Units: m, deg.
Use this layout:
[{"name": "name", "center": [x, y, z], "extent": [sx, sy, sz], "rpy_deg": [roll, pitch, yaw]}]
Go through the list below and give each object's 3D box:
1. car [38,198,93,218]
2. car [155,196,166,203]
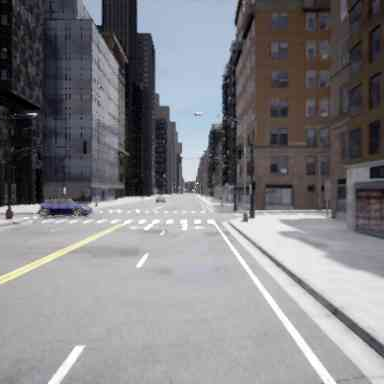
[{"name": "car", "center": [-11.433, 1.368, 30.354], "extent": [4.553, 1.767, 2.097], "rpy_deg": [0, 0, 1]}, {"name": "car", "center": [-6.472, 1.574, 69.069], "extent": [2.033, 1.411, 5.357], "rpy_deg": [0, 0, 0]}]
